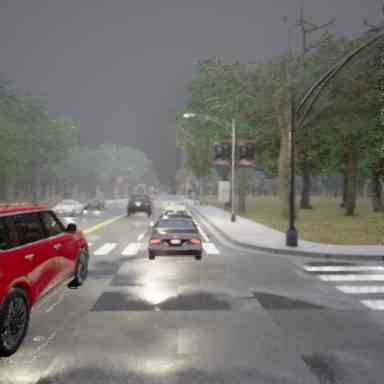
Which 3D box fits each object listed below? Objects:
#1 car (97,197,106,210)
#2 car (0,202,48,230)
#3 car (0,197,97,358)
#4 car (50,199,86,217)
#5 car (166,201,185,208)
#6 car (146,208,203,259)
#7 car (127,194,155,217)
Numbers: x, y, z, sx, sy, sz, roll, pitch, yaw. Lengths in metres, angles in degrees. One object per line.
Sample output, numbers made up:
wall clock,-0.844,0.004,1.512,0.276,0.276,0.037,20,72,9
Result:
car,-11.969,1.457,41.506,1.837,1.490,4.892,0,0,-3
car,-11.016,1.459,21.185,1.812,1.442,4.674,0,0,-2
car,-3.550,1.202,6.044,2.150,2.045,5.566,0,0,-3
car,-11.516,1.467,31.267,1.812,1.442,4.674,0,0,-2
car,-1.712,1.626,34.151,1.895,1.301,4.718,0,0,-3
car,-0.629,1.556,12.596,2.033,1.411,5.357,0,0,-3
car,-4.841,1.218,31.740,2.150,2.045,5.566,0,0,-3
